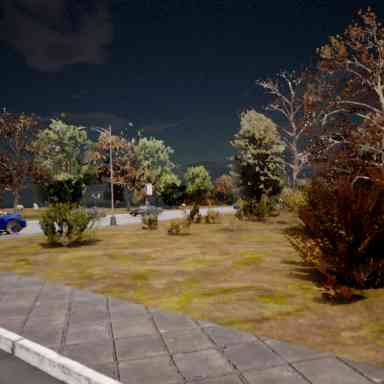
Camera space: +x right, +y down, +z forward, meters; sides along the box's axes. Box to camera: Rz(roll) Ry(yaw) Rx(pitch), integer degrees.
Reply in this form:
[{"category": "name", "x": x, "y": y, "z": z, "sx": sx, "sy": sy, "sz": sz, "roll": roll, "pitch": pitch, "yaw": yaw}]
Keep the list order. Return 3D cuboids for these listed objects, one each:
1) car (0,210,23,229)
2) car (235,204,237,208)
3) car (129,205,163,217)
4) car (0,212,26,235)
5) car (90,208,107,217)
[{"category": "car", "x": -17.036, "y": 2.366, "z": 27.647, "sx": 1.882, "sy": 1.535, "sz": 5.008, "roll": -3, "pitch": -2, "yaw": 33}, {"category": "car", "x": 9.385, "y": 2.580, "z": 62.523, "sx": 1.895, "sy": 1.301, "sz": 4.718, "roll": -3, "pitch": -2, "yaw": 33}, {"category": "car", "x": -6.069, "y": 2.508, "z": 44.859, "sx": 2.033, "sy": 1.411, "sz": 5.357, "roll": -3, "pitch": -2, "yaw": 32}, {"category": "car", "x": -13.268, "y": 1.775, "z": 20.445, "sx": 2.150, "sy": 2.045, "sz": 5.566, "roll": -3, "pitch": -2, "yaw": 34}, {"category": "car", "x": -11.709, "y": 2.458, "z": 35.886, "sx": 2.033, "sy": 1.411, "sz": 5.357, "roll": -3, "pitch": -2, "yaw": 32}]
